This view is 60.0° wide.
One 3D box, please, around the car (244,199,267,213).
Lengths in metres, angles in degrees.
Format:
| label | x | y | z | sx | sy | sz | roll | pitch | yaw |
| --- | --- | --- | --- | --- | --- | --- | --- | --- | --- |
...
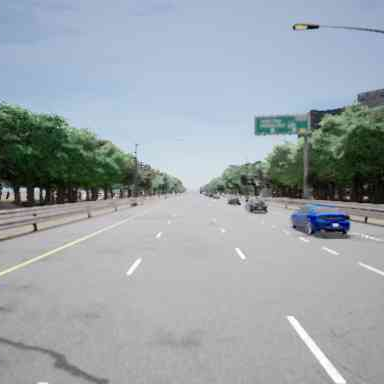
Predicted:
| label | x | y | z | sx | sy | sz | roll | pitch | yaw |
| --- | --- | --- | --- | --- | --- | --- | --- | --- | --- |
| car | 7.089 | 1.509 | 36.922 | 1.812 | 1.442 | 4.674 | 0 | 0 | 0 |

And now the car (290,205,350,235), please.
| label | x | y | z | sx | sy | sz | roll | pitch | yaw |
| --- | --- | --- | --- | --- | --- | --- | --- | --- | --- |
| car | 7.032 | 1.488 | 18.748 | 1.882 | 1.535 | 5.008 | 0 | 0 | 0 |

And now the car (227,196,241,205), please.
| label | x | y | z | sx | sy | sz | roll | pitch | yaw |
| --- | --- | --- | --- | --- | --- | --- | --- | --- | --- |
| car | 7.160 | 1.483 | 57.495 | 1.812 | 1.442 | 4.674 | 0 | 0 | 0 |
